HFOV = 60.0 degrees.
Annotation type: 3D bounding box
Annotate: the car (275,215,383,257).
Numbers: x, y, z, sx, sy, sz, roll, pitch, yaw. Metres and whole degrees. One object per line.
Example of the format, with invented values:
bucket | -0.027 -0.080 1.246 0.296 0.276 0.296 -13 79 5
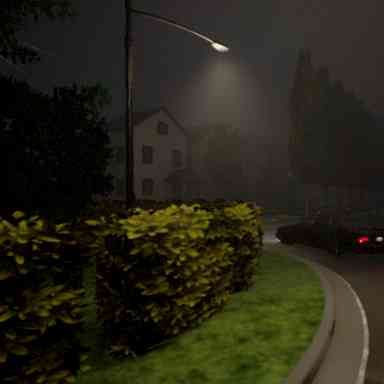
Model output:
car | 5.540 1.665 13.565 2.033 1.411 5.357 0 -1 -18
